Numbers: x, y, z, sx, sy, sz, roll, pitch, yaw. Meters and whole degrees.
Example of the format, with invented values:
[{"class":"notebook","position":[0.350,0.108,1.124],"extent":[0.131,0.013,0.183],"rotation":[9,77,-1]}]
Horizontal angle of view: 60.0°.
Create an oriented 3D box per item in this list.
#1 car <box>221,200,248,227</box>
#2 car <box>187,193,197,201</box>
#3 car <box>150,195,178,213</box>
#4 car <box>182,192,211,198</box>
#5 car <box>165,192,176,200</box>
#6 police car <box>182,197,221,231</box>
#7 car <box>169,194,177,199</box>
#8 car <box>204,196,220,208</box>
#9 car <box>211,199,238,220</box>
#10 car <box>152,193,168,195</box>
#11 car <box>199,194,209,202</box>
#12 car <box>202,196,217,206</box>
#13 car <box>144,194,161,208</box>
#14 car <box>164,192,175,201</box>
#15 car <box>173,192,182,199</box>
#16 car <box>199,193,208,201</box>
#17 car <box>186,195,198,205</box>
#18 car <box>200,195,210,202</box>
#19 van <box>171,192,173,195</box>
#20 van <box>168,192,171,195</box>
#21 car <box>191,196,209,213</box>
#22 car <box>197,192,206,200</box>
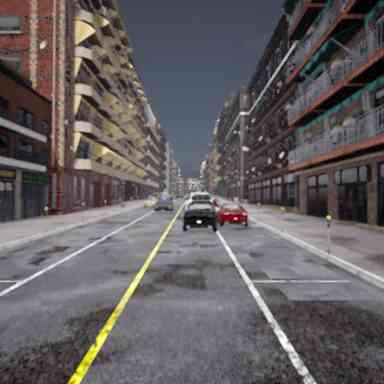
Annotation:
[{"class":"car","position":[2.587,1.432,21.894],"extent":[1.887,1.381,4.507],"rotation":[1,0,0]},{"class":"car","position":[0.010,1.075,71.112],"extent":[1.882,1.535,5.008],"rotation":[0,0,0]},{"class":"car","position":[-2.844,1.379,35.136],"extent":[2.033,1.411,5.357],"rotation":[0,0,0]},{"class":"car","position":[0.575,1.078,29.533],"extent":[2.150,2.045,5.566],"rotation":[0,0,-4]},{"class":"car","position":[-5.280,1.020,82.792],"extent":[2.192,1.841,5.009],"rotation":[1,0,0]},{"class":"police car","position":[0.575,1.323,19.746],"extent":[1.930,1.638,5.238],"rotation":[0,0,5]},{"class":"car","position":[-5.285,1.257,93.855],"extent":[1.947,1.339,4.313],"rotation":[1,0,0]},{"class":"car","position":[2.590,1.345,44.016],"extent":[1.887,1.381,4.507],"rotation":[1,0,0]},{"class":"car","position":[2.589,1.387,27.596],"extent":[1.752,1.417,4.829],"rotation":[1,0,0]},{"class":"car","position":[-5.283,1.096,49.611],"extent":[2.192,1.841,5.009],"rotation":[2,0,0]},{"class":"car","position":[2.594,1.269,71.669],"extent":[1.887,1.381,4.507],"rotation":[1,0,0]},{"class":"car","position":[2.590,1.333,49.547],"extent":[2.008,1.369,4.403],"rotation":[1,0,0]},{"class":"car","position":[-5.290,1.326,43.910],"extent":[1.752,1.417,4.829],"rotation":[2,0,0]},{"class":"car","position":[-5.280,1.029,77.262],"extent":[2.192,1.841,5.009],"rotation":[1,0,0]},{"class":"car","position":[-2.740,1.066,75.613],"extent":[1.895,1.301,4.718],"rotation":[0,0,0]},{"class":"car","position":[2.604,1.154,77.201],"extent":[1.967,1.590,4.097],"rotation":[1,0,0]},{"class":"car","position":[0.008,1.266,56.106],"extent":[1.837,1.490,4.892],"rotation":[0,0,0]},{"class":"car","position":[2.593,1.280,66.139],"extent":[1.887,1.381,4.507],"rotation":[1,0,0]},{"class":"van","position":[-5.283,1.076,66.202],"extent":[1.690,1.788,3.998],"rotation":[1,0,0]},{"class":"van","position":[-5.282,1.089,60.669],"extent":[1.690,1.788,3.998],"rotation":[2,0,0]},{"class":"car","position":[0.830,1.285,35.756],"extent":[1.801,1.575,5.366],"rotation":[0,0,0]},{"class":"car","position":[2.567,1.012,88.262],"extent":[2.192,1.841,5.009],"rotation":[1,0,0]}]
